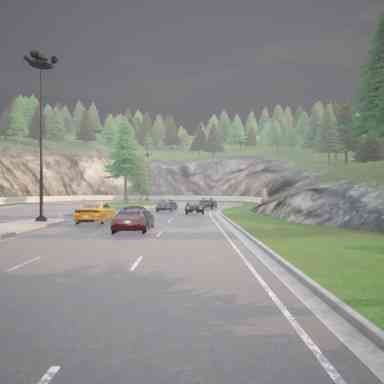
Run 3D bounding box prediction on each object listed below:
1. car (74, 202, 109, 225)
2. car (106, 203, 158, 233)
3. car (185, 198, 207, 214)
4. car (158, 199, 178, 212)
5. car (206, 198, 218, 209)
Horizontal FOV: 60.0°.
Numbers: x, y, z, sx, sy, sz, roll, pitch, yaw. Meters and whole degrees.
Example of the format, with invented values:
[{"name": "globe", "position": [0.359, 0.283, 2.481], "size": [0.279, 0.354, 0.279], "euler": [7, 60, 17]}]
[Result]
[{"name": "car", "position": [-6.897, 1.478, 24.093], "size": [1.882, 1.535, 5.008], "euler": [0, 0, 0]}, {"name": "car", "position": [-3.400, 1.564, 19.530], "size": [1.994, 1.385, 4.181], "euler": [0, 0, 0]}, {"name": "car", "position": [0.334, 1.601, 34.323], "size": [1.895, 1.301, 4.718], "euler": [0, 0, 2]}, {"name": "car", "position": [-2.834, 1.547, 38.425], "size": [2.033, 1.411, 5.357], "euler": [0, 0, 7]}, {"name": "car", "position": [2.198, 1.492, 44.482], "size": [2.128, 1.511, 4.902], "euler": [0, 0, 14]}]
